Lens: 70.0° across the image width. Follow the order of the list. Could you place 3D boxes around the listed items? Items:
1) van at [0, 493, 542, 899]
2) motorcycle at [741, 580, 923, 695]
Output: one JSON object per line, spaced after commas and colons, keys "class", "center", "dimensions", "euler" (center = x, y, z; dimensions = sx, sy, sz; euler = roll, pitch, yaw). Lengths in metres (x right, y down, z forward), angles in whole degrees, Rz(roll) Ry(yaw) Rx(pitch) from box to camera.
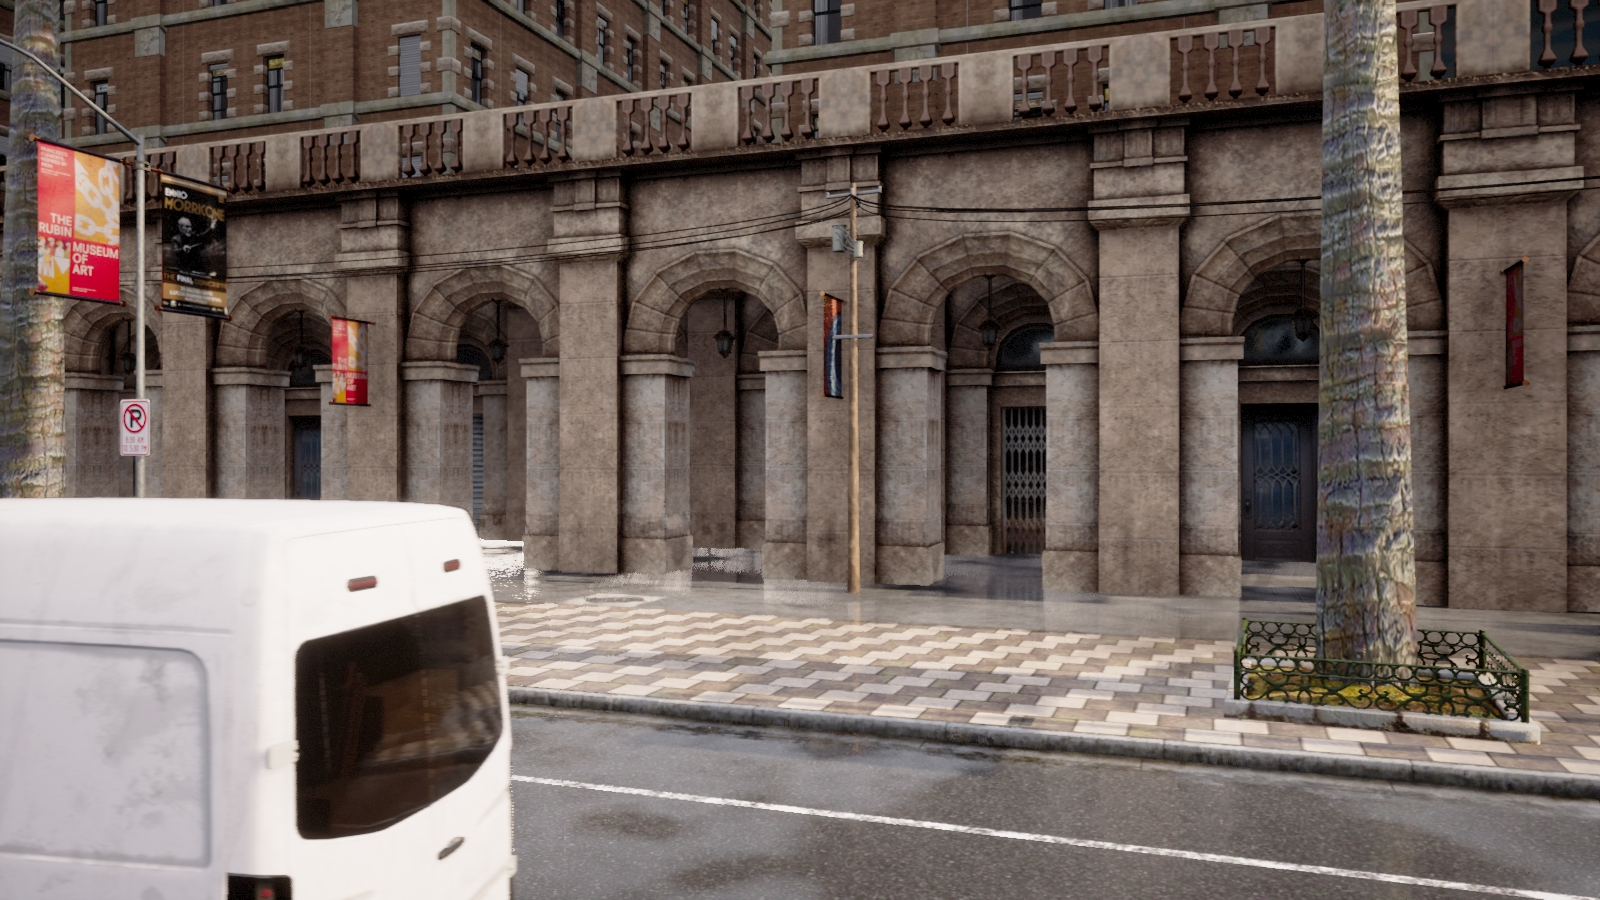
{"class": "van", "center": [-4.422, 1.534, 5.520], "dimensions": [5.915, 2.561, 1.988], "euler": [0, 0, 13]}
{"class": "motorcycle", "center": [0.384, 2.213, 13.718], "dimensions": [2.033, 1.145, 0.803], "euler": [0, 0, 20]}
